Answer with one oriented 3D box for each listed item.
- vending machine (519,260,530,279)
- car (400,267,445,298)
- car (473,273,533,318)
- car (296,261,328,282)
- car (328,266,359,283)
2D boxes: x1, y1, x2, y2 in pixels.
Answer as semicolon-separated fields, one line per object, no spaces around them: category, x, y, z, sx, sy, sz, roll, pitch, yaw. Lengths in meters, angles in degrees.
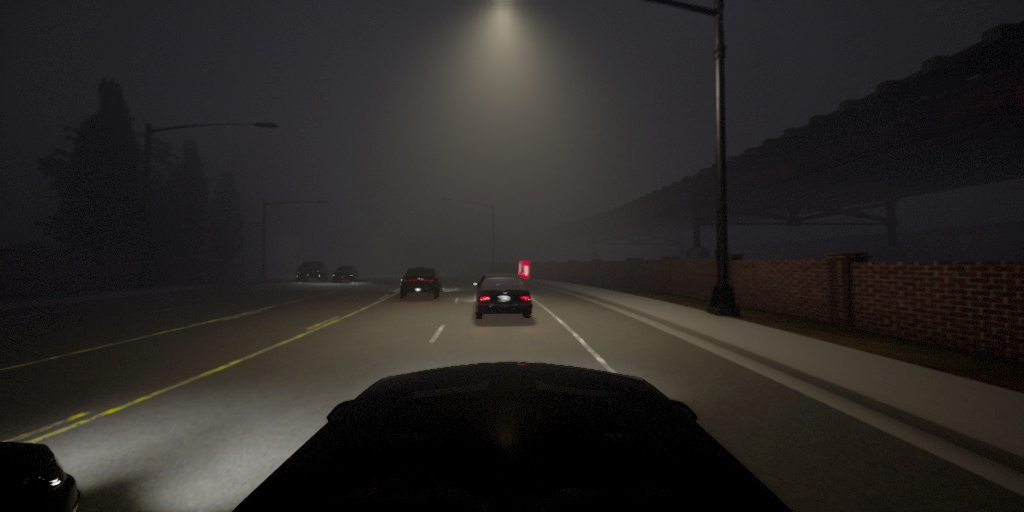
vending machine;1.250;1.400;35.988;1.100;2.100;0.880;0;0;-16
car;-4.674;1.319;18.896;1.837;1.490;4.892;0;-1;-8
car;-0.418;1.319;13.132;2.033;1.411;5.357;0;0;-5
car;-19.712;1.508;35.611;2.150;2.045;5.566;1;-3;-20
car;-15.142;1.659;32.830;1.837;1.490;4.892;1;-2;-17
